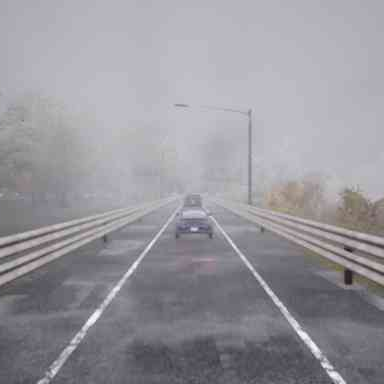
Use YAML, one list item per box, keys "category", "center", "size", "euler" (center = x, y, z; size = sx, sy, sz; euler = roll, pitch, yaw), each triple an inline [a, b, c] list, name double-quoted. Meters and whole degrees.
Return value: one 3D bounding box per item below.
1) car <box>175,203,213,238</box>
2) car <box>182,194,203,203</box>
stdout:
- category: "car"
  center: [0.097, 1.528, 17.547]
  size: [1.812, 1.442, 4.674]
  euler: [0, 0, 0]
- category: "car"
  center: [0.099, 1.221, 38.117]
  size: [2.150, 2.045, 5.566]
  euler: [0, 0, 0]
